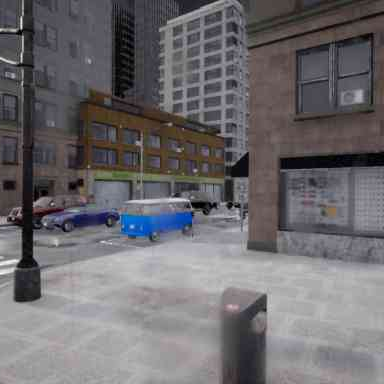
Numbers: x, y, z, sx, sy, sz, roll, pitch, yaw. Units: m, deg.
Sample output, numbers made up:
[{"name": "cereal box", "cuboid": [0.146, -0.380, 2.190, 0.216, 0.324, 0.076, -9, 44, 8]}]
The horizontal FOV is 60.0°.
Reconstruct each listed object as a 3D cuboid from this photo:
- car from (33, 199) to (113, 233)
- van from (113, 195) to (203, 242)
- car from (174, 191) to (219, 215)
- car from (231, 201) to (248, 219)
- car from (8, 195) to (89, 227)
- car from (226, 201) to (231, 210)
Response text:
[{"name": "car", "cuboid": [-6.177, 1.351, 18.926, 1.812, 1.442, 4.674, 0, 1, 35]}, {"name": "van", "cuboid": [-1.439, 1.208, 15.451, 1.690, 1.788, 3.998, 1, 1, 35]}, {"name": "car", "cuboid": [-0.405, 0.924, 27.082, 2.150, 2.045, 5.566, 0, 1, 35]}, {"name": "car", "cuboid": [5.036, 1.280, 24.614, 2.008, 1.369, 4.403, 1, 1, 35]}, {"name": "car", "cuboid": [-8.399, 1.123, 20.372, 2.192, 1.841, 5.009, 1, 1, 35]}, {"name": "car", "cuboid": [5.458, 1.178, 35.369, 1.895, 1.301, 4.718, 1, 1, 36]}]
